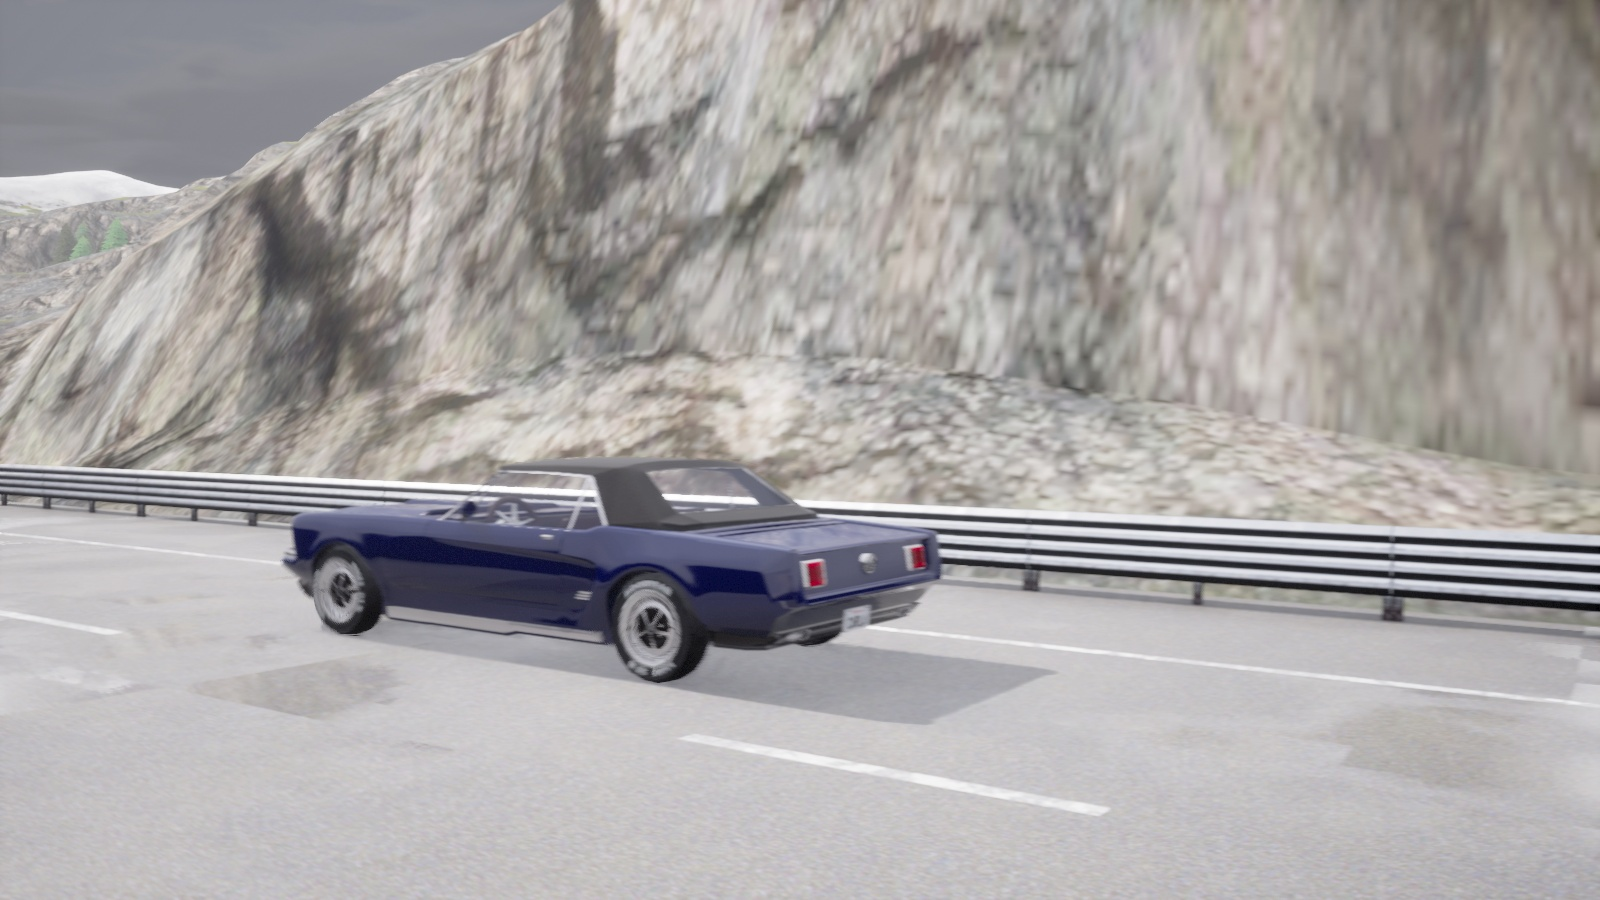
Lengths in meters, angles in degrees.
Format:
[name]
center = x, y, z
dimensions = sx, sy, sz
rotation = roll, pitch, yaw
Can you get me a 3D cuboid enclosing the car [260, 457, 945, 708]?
[car]
center = -1.531, 0.725, 8.844
dimensions = 4.718, 1.301, 1.895
rotation = 0, 1, 34
